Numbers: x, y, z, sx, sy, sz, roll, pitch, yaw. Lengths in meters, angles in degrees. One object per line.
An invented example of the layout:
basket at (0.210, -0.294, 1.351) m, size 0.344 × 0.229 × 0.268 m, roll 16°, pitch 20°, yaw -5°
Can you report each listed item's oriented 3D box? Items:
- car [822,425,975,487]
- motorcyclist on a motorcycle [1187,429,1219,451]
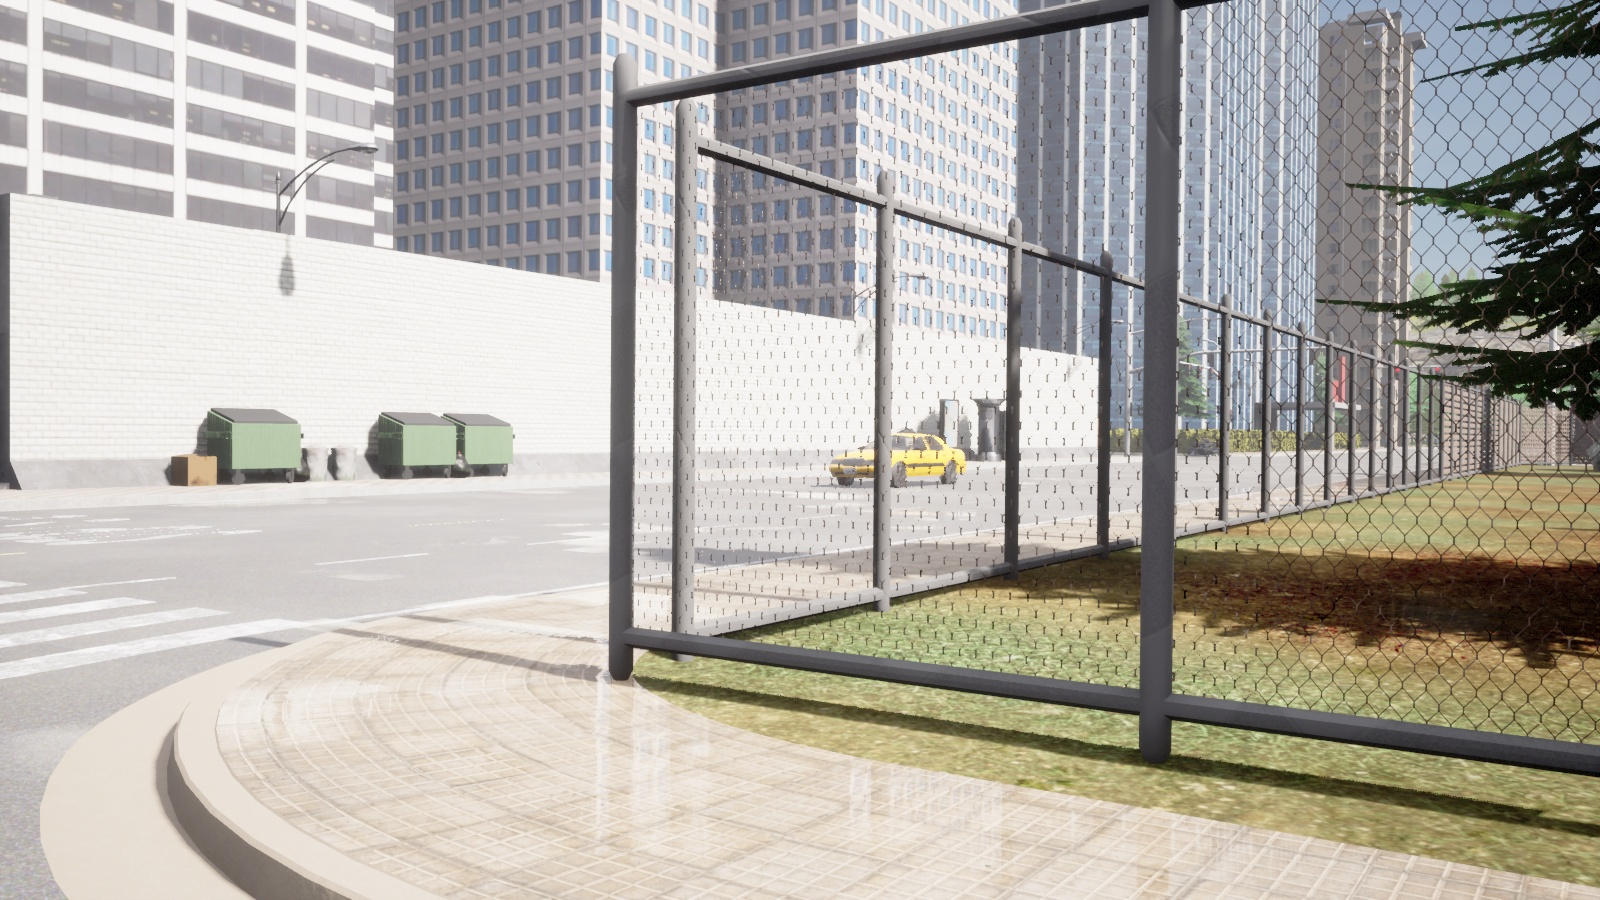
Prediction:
car at (2.822, 0.118, 34.539) m, size 1.801 × 1.575 × 5.366 m, roll 0°, pitch 1°, yaw 34°
motorcyclist on a motorcycle at (29.009, -0.733, 90.415) m, size 2.191 × 1.530 × 0.866 m, roll 0°, pitch -1°, yaw 17°
